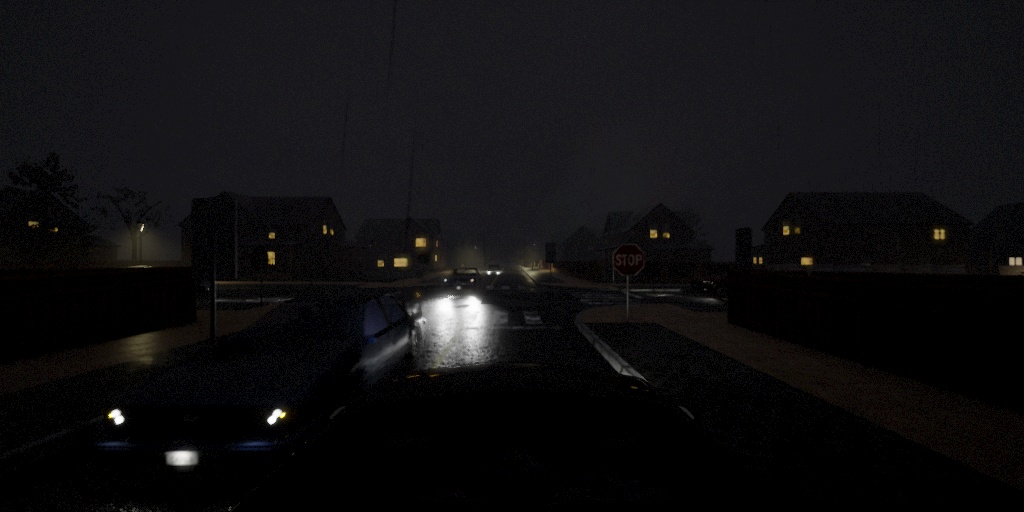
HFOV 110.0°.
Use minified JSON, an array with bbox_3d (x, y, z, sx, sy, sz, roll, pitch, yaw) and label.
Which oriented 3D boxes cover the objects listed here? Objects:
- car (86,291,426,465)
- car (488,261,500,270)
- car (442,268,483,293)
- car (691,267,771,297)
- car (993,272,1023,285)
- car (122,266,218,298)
[{"bbox_3d":[-2.764,1.305,5.655,2.033,1.411,5.357,0,0,0],"label":"car"},{"bbox_3d":[-2.961,1.481,59.032,1.895,1.301,4.718,0,0,0],"label":"car"},{"bbox_3d":[-2.820,1.388,21.174,1.895,1.301,4.718,0,0,0],"label":"car"},{"bbox_3d":[12.312,1.341,19.248,5.008,1.535,1.882,0,0,0],"label":"car"},{"bbox_3d":[29.023,1.458,19.347,4.902,1.511,2.128,0,0,0],"label":"car"},{"bbox_3d":[-16.059,1.210,16.118,4.902,1.511,2.128,0,0,0],"label":"car"}]
